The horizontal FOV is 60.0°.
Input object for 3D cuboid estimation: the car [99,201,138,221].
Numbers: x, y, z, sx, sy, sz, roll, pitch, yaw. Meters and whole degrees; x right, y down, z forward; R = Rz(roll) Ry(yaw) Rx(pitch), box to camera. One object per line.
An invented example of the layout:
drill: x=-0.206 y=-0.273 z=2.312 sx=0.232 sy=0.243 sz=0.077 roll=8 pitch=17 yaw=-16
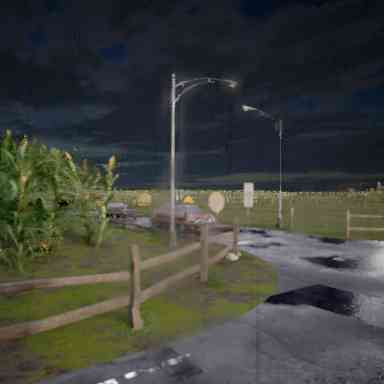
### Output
car: x=-6.345 y=1.541 z=28.412 sx=1.882 sy=1.535 sz=5.008 roll=1 pitch=0 yaw=-35

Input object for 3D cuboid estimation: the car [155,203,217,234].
car: x=-0.455 y=1.448 z=20.191 sx=2.097 sy=1.767 sz=4.553 roll=1 pitch=0 yaw=-36

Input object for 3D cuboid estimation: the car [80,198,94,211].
car: x=-14.958 y=1.515 z=45.492 sx=2.128 sy=1.511 sz=4.902 roll=1 pitch=0 yaw=-36

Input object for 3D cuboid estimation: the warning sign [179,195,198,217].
warning sign: x=-0.284 y=1.234 z=29.053 sx=1.300 sy=1.860 sz=1.060 roll=0 pitch=0 yaw=-36
